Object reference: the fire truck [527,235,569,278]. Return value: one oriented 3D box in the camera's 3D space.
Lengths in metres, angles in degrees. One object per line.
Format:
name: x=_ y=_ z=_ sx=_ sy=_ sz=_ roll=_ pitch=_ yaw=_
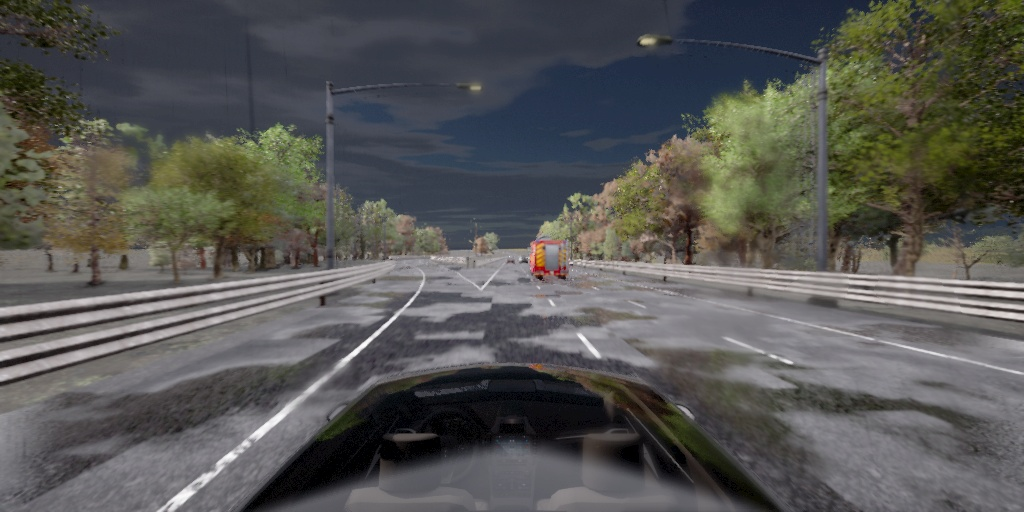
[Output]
fire truck: x=3.391 y=0.105 z=34.547 sx=2.891 sy=3.827 sz=8.468 roll=0 pitch=0 yaw=0
